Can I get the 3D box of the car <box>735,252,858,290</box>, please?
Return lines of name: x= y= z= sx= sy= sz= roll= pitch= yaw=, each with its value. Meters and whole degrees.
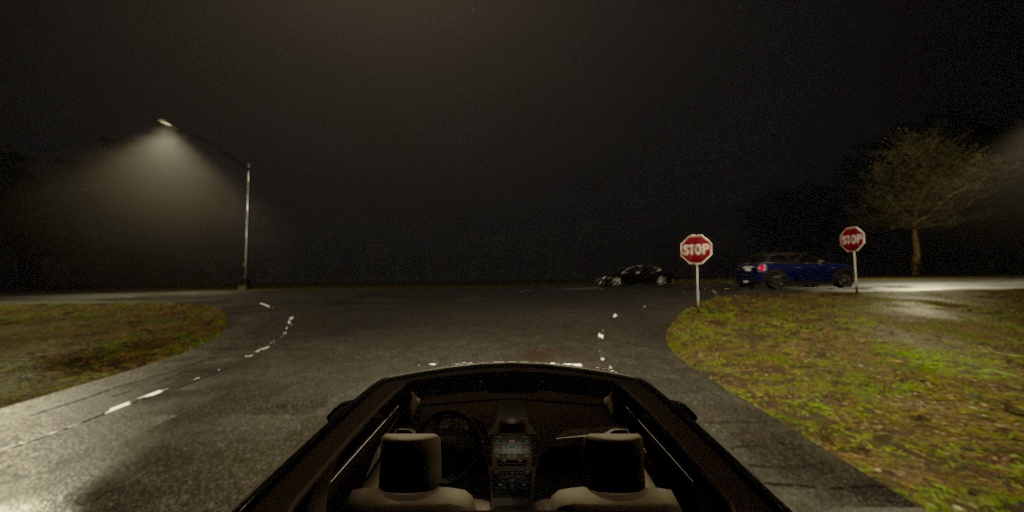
car: x=12.994 y=0.612 z=16.539 sx=4.553 sy=1.767 sz=2.097 roll=-1 pitch=-3 yaw=-1

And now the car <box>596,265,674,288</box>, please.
car: x=7.982 y=1.332 z=23.437 sx=4.892 sy=1.490 sz=1.837 roll=-1 pitch=-3 yaw=-1
